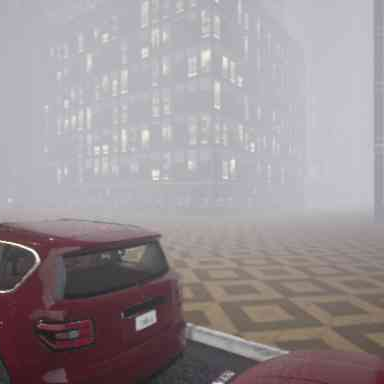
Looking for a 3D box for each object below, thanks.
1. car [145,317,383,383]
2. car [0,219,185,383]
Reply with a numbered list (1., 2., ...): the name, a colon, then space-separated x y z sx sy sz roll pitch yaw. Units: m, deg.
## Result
1. car: 2.124 1.547 1.364 4.507 1.381 1.887 0 0 35
2. car: -2.385 1.304 4.581 5.009 1.841 2.192 0 0 35
